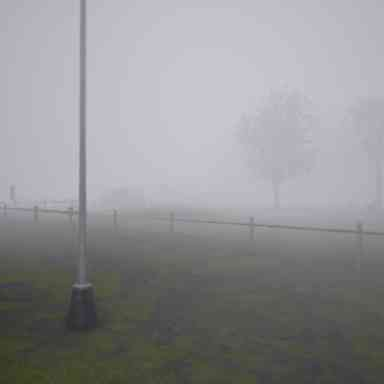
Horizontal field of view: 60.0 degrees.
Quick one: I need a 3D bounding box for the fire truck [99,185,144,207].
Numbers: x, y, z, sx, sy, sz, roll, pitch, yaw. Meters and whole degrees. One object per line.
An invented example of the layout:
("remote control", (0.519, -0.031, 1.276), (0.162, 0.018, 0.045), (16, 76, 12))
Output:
("fire truck", (-12.734, 0.790, 60.724), (2.891, 3.827, 8.468), (-1, -1, 36))
